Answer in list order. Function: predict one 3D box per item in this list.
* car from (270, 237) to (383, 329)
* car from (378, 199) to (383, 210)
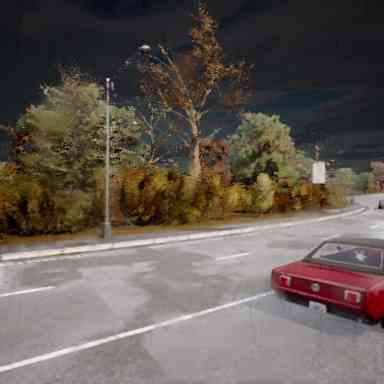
[{"bbox_3d":[3.803,1.613,6.891,4.718,1.301,1.895,0,0,-39],"label":"car"},{"bbox_3d":[25.677,1.605,43.671,1.994,1.385,4.181,0,0,31],"label":"car"}]
